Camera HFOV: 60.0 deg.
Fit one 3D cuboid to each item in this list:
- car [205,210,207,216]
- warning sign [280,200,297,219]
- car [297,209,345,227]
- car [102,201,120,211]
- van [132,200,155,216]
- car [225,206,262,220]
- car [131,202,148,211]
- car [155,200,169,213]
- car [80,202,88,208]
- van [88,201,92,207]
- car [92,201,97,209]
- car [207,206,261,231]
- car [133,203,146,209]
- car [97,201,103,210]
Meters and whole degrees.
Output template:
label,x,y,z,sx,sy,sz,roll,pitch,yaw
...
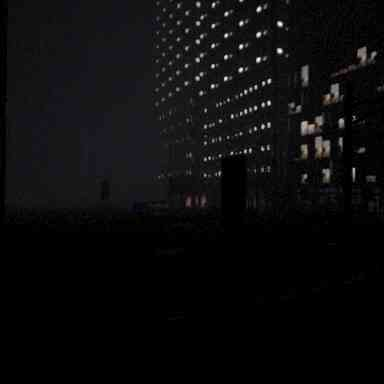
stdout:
label,x,y,z,sx,sy,sz,roll,pitch,yaw
car,3.291,2.413,42.837,1.947,1.339,4.313,0,-1,-26
warning sign,10.031,1.799,34.564,1.300,1.860,1.060,2,-1,-26
car,10.719,2.078,27.688,2.008,1.369,4.403,0,-1,-26
car,-14.139,2.719,59.348,2.008,1.369,4.403,0,-1,-26
van,-6.712,2.179,44.203,1.690,1.788,3.998,0,-1,-26
car,5.767,2.306,37.787,1.947,1.339,4.313,0,-1,-26
car,-10.307,2.790,64.703,1.882,1.535,5.008,1,-2,-26
car,-5.681,2.326,55.277,2.150,2.045,5.566,1,-2,-26
car,-26.519,3.280,84.596,1.887,1.381,4.507,0,-1,-26
van,-21.569,2.848,74.500,1.690,1.788,3.998,0,-1,-26
car,-19.091,2.938,69.448,1.887,1.381,4.507,0,-1,-26
car,3.195,1.961,24.000,2.008,1.369,4.403,0,-1,-26
car,-11.566,3.093,73.135,1.802,1.307,4.206,0,-1,-26
car,-16.541,2.803,64.246,1.752,1.417,4.829,0,-1,-26
